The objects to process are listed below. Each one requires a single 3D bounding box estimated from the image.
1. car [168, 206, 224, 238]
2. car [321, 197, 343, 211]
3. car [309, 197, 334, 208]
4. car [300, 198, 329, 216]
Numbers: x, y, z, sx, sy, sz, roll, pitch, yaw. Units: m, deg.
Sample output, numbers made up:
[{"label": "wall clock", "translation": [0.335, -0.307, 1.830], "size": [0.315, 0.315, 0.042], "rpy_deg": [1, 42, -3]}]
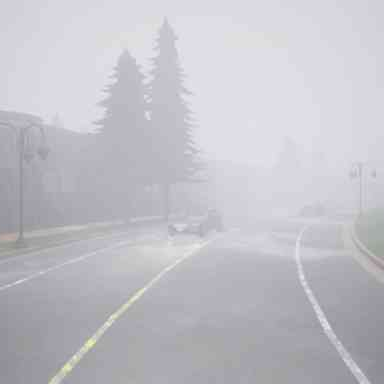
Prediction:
[{"label": "car", "translation": [0.338, 1.523, 18.003], "size": [2.128, 1.511, 4.902], "rpy_deg": [0, 0, 22]}, {"label": "car", "translation": [17.434, 1.676, 41.510], "size": [1.895, 1.301, 4.718], "rpy_deg": [0, 0, 36]}, {"label": "car", "translation": [19.686, 1.582, 50.536], "size": [2.128, 1.511, 4.902], "rpy_deg": [0, 0, 39]}, {"label": "car", "translation": [11.986, 1.585, 32.967], "size": [1.812, 1.442, 4.674], "rpy_deg": [0, 0, 31]}]
